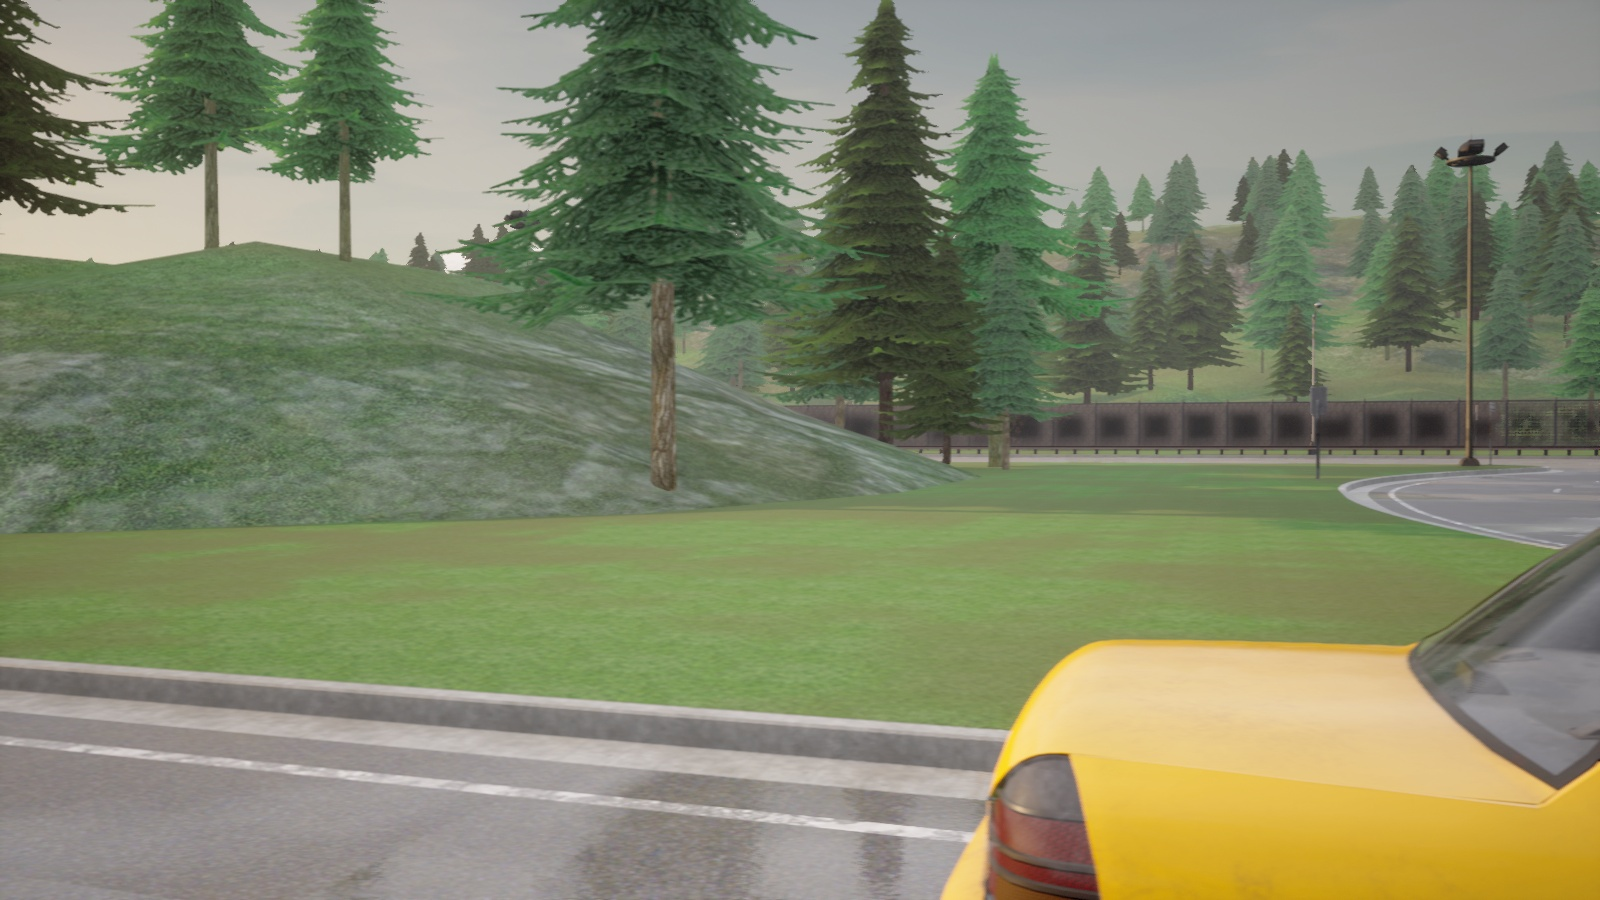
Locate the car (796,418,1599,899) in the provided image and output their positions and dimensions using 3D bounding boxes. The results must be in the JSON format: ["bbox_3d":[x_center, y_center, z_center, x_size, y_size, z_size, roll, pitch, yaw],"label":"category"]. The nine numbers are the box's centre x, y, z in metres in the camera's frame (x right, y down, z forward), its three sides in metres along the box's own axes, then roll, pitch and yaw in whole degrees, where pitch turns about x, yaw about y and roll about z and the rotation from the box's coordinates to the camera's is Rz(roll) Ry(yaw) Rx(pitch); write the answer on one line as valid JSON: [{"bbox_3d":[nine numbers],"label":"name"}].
[{"bbox_3d":[2.824,0.740,2.242,5.366,1.575,1.801,1,1,19],"label":"car"}]
